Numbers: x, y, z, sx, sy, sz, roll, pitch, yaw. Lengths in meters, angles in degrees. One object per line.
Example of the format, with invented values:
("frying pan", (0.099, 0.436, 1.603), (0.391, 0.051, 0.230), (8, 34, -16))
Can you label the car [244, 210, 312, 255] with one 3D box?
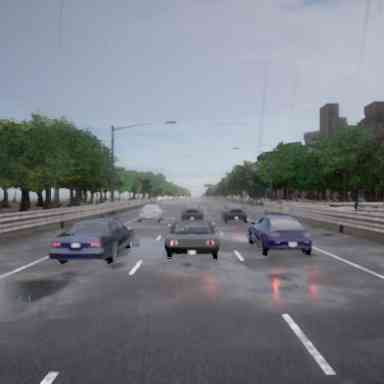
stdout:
("car", (3.527, 1.670, 13.880), (1.812, 1.442, 4.674), (0, 0, 0))

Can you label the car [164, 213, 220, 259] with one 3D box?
("car", (0.022, 1.739, 13.252), (1.895, 1.301, 4.718), (0, -1, 0))

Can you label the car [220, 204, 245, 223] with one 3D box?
("car", (3.525, 1.794, 28.481), (1.837, 1.490, 4.892), (0, 0, 0))

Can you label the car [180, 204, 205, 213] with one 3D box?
("car", (0.025, 1.794, 28.487), (1.837, 1.490, 4.892), (0, 0, 0))

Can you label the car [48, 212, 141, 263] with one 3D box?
("car", (-3.487, 1.678, 12.518), (2.033, 1.411, 5.357), (0, -1, 0))

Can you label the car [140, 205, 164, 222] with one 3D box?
("car", (-3.472, 1.815, 28.878), (1.812, 1.442, 4.674), (0, 0, 0))
